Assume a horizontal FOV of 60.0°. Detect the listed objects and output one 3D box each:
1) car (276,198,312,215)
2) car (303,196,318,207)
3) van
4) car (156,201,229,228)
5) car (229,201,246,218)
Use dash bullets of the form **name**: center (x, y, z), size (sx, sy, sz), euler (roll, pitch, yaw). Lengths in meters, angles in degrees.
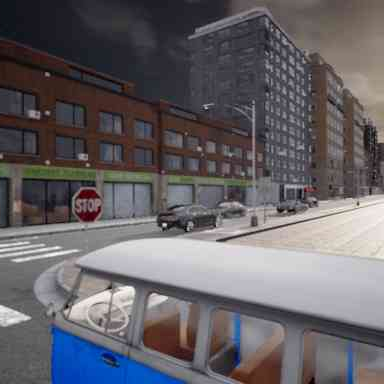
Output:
- **car**: center (10.304, 1.548, 33.858), size (1.895, 1.301, 4.718), euler (0, 0, 36)
- **car**: center (16.475, 1.407, 47.375), size (1.882, 1.535, 5.008), euler (0, 0, 36)
- **van**: center (0.615, 1.341, 2.378), size (3.998, 1.788, 1.690), euler (0, 0, 36)
- **car**: center (-0.023, 1.464, 19.446), size (1.837, 1.490, 4.892), euler (0, 0, 36)
- **car**: center (3.116, 1.496, 28.891), size (1.812, 1.442, 4.674), euler (0, 0, 36)
